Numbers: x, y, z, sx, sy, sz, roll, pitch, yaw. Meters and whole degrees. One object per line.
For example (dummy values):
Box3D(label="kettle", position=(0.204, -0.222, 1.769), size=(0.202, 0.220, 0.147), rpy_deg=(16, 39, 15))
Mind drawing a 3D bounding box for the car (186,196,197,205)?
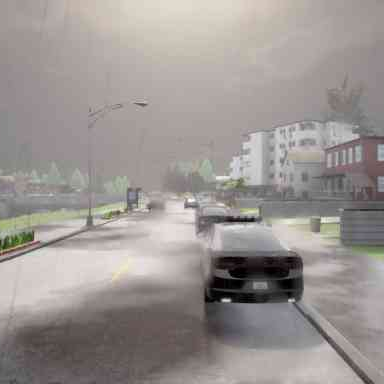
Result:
Box3D(label="car", position=(-0.097, 1.478, 59.104), size=(1.882, 1.535, 5.008), rpy_deg=(0, 0, 0))

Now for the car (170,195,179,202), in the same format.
Box3D(label="car", position=(-4.133, 1.525, 79.230), size=(1.812, 1.442, 4.674), rpy_deg=(0, 0, 0))

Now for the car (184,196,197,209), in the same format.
Box3D(label="car", position=(-0.050, 1.564, 45.779), size=(1.994, 1.385, 4.181), rpy_deg=(0, 0, 0))

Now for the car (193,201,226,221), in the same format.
Box3D(label="car", position=(1.169, 1.478, 18.264), size=(1.882, 1.535, 5.008), rpy_deg=(0, 0, 0))

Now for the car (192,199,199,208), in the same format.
Box3D(label="car", position=(1.159, 1.506, 24.264), size=(1.837, 1.490, 4.892), rpy_deg=(0, 0, 0))

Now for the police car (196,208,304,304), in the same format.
Box3D(label="police car", position=(1.186, 1.425, 8.374), size=(1.930, 1.638, 5.238), rpy_deg=(0, 0, 0))

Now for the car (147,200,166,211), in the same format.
Box3D(label="car", position=(-4.167, 1.601, 39.674), size=(1.895, 1.301, 4.718), rpy_deg=(0, 0, 0))
